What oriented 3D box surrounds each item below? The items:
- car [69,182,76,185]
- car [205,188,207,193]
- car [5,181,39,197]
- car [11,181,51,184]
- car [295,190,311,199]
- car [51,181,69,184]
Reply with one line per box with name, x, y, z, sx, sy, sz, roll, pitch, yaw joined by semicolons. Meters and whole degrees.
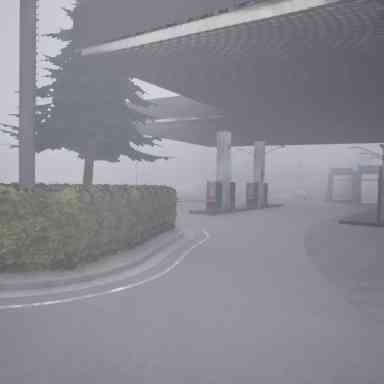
car;-25.349;-1.274;68.052;4.605;1.855;1.932;2;2;35
car;4.976;-0.343;65.563;5.027;1.636;2.152;2;2;35
car;-21.692;-0.452;42.409;4.605;1.855;1.932;2;2;35
car;-17.164;-0.169;35.189;3.866;1.878;1.905;2;2;35
car;18.915;0.399;56.682;1.812;1.442;4.674;2;2;35
car;-26.688;-1.246;65.441;3.866;1.878;1.905;2;2;35
